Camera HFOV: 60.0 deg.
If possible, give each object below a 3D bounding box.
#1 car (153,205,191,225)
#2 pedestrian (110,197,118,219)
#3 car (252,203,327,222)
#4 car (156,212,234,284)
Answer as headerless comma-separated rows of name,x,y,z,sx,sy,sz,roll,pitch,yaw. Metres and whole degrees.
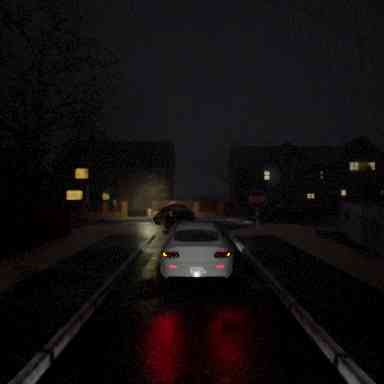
car,-1.175,1.539,21.622,1.812,1.442,4.674,1,-1,-18
pedestrian,-6.716,1.359,28.576,0.375,1.860,0.375,0,-1,1
car,7.401,1.561,25.475,5.357,1.411,2.033,-1,-1,1
car,0.102,1.527,9.491,1.812,1.442,4.674,0,0,0
